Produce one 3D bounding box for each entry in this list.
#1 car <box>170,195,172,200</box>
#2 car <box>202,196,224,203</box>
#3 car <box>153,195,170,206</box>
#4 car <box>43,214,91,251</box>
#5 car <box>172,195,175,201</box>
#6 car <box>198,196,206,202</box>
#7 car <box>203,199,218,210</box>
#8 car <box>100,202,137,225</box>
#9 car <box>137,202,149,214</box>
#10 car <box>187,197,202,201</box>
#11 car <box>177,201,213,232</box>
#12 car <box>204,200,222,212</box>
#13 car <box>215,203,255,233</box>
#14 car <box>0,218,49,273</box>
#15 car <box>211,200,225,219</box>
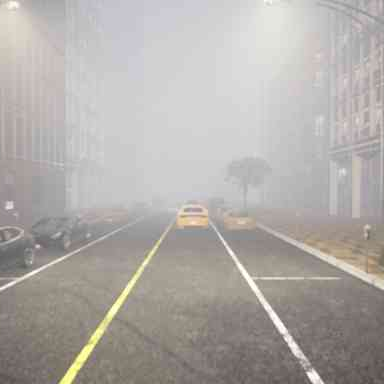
[{"bbox_3d":[-5.781,1.821,70.935,1.752,1.417,4.829,-1,0,0],"label":"car"},{"bbox_3d":[2.633,1.486,37.015,2.192,1.841,5.009,-1,0,0],"label":"car"},{"bbox_3d":[-5.773,1.575,59.757,2.192,1.841,5.009,-1,0,0],"label":"car"},{"bbox_3d":[-5.717,1.641,14.360,1.947,1.339,4.313,-1,0,0],"label":"car"},{"bbox_3d":[-5.810,1.670,93.805,2.192,1.841,5.009,-1,0,0],"label":"car"},{"bbox_3d":[2.578,1.778,88.090,1.967,1.590,4.097,-1,0,0],"label":"car"},{"bbox_3d":[2.624,1.760,48.365,1.887,1.381,4.507,-1,0,0],"label":"car"},{"bbox_3d":[-5.730,1.651,25.539,1.752,1.417,4.829,-1,0,0],"label":"car"},{"bbox_3d":[-5.742,1.758,37.057,1.802,1.307,4.206,-1,0,0],"label":"car"},{"bbox_3d":[0.050,1.703,43.557,1.837,1.490,4.892,0,0,0],"label":"car"},{"bbox_3d":[0.075,1.580,21.152,1.882,1.535,5.008,0,0,0],"label":"car"},{"bbox_3d":[2.631,1.759,42.688,1.947,1.339,4.313,-1,0,0],"label":"car"},{"bbox_3d":[2.656,1.622,20.160,1.752,1.417,4.829,-1,0,0],"label":"car"},{"bbox_3d":[-5.711,1.614,8.686,1.947,1.339,4.313,-1,0,0],"label":"car"},{"bbox_3d":[2.650,1.647,25.834,1.752,1.417,4.829,-1,0,0],"label":"car"}]
